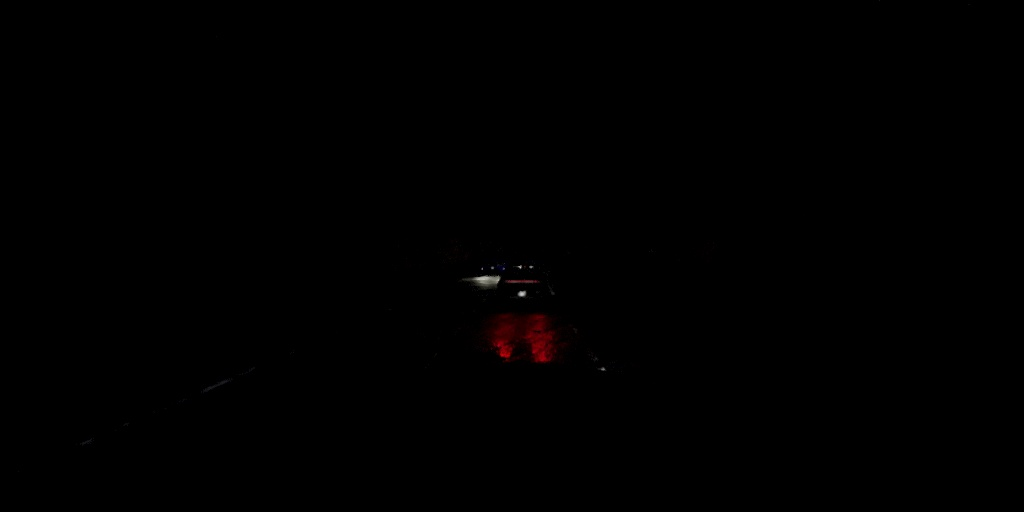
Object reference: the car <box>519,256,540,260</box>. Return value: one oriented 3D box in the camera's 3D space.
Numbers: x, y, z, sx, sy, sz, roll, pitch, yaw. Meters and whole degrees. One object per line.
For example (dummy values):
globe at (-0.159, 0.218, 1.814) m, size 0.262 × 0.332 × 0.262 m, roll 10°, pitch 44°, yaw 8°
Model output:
car at (1.900, 0.938, 32.676) m, size 2.033 × 1.411 × 5.357 m, roll 0°, pitch 1°, yaw 7°

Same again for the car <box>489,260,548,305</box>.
car at (0.474, 1.090, 14.953) m, size 2.128 × 1.511 × 4.902 m, roll 0°, pitch 1°, yaw 3°

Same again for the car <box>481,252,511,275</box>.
car at (-1.298, 0.612, 32.688) m, size 2.150 × 2.045 × 5.566 m, roll 0°, pitch 1°, yaw 7°

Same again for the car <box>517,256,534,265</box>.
car at (2.174, 0.683, 55.158) m, size 1.994 × 1.385 × 4.181 m, roll 0°, pitch 1°, yaw 11°
